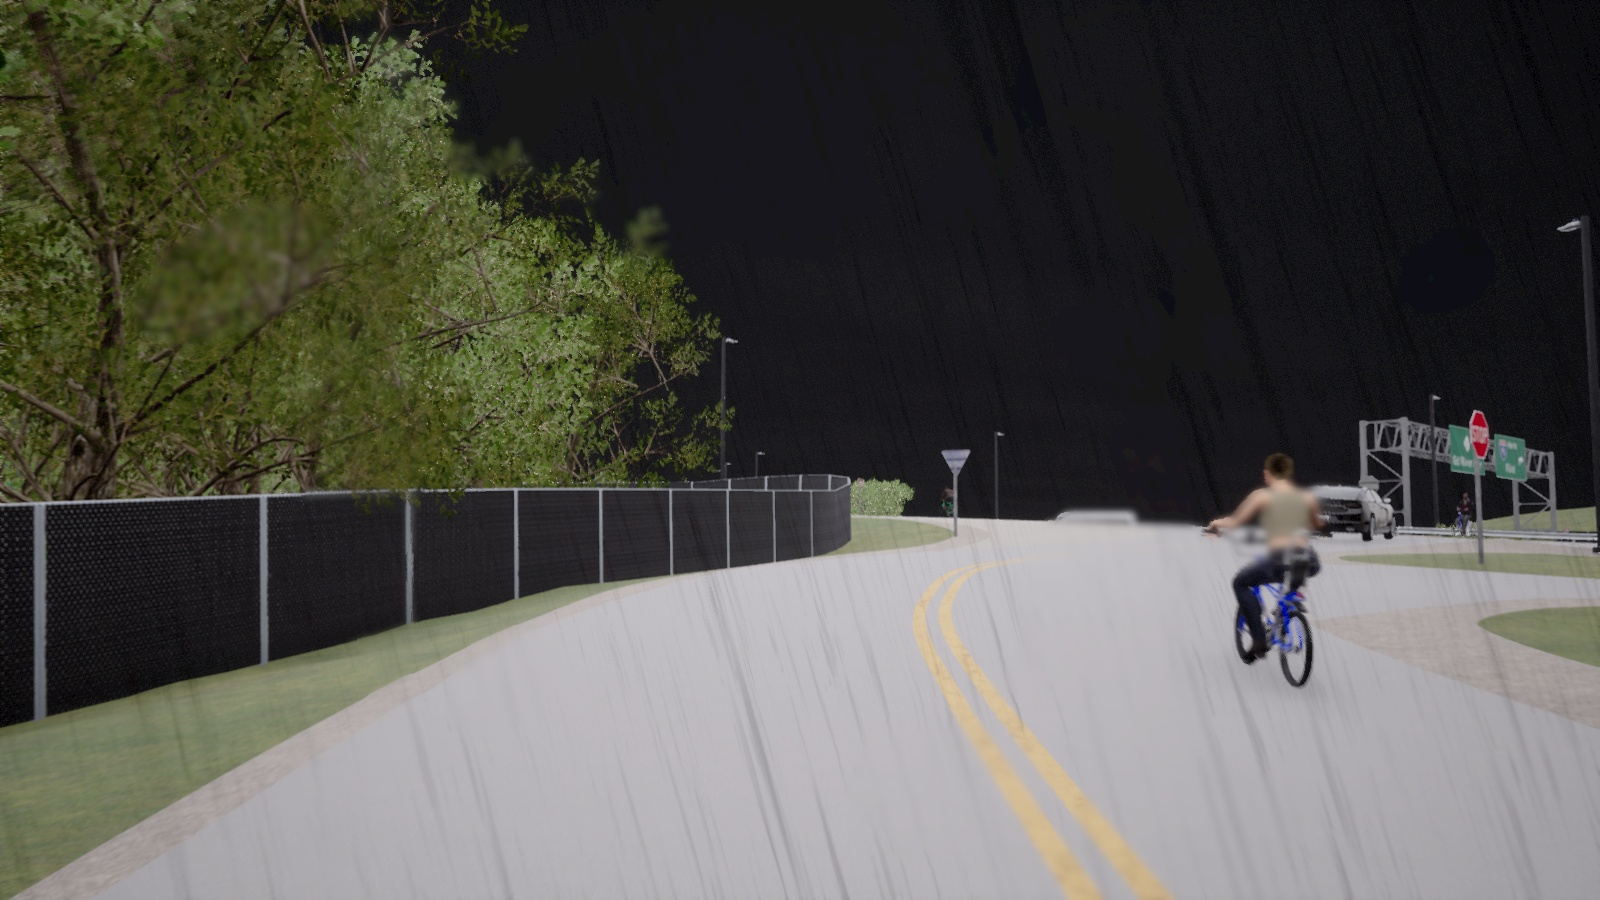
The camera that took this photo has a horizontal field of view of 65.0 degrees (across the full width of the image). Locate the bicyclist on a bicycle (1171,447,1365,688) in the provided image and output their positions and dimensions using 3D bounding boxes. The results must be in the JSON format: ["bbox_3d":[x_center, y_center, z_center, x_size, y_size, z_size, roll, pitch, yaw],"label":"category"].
[{"bbox_3d":[3.392,0.800,9.249,0.866,1.612,1.509,1,0,1],"label":"bicyclist on a bicycle"}]

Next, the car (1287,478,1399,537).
[{"bbox_3d":[15.182,1.582,34.966,1.882,1.535,5.008,-2,-3,35],"label":"car"}]

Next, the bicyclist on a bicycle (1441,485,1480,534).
[{"bbox_3d":[24.835,2.257,47.203,1.843,1.776,0.659,5,-5,-41],"label":"bicyclist on a bicycle"}]
